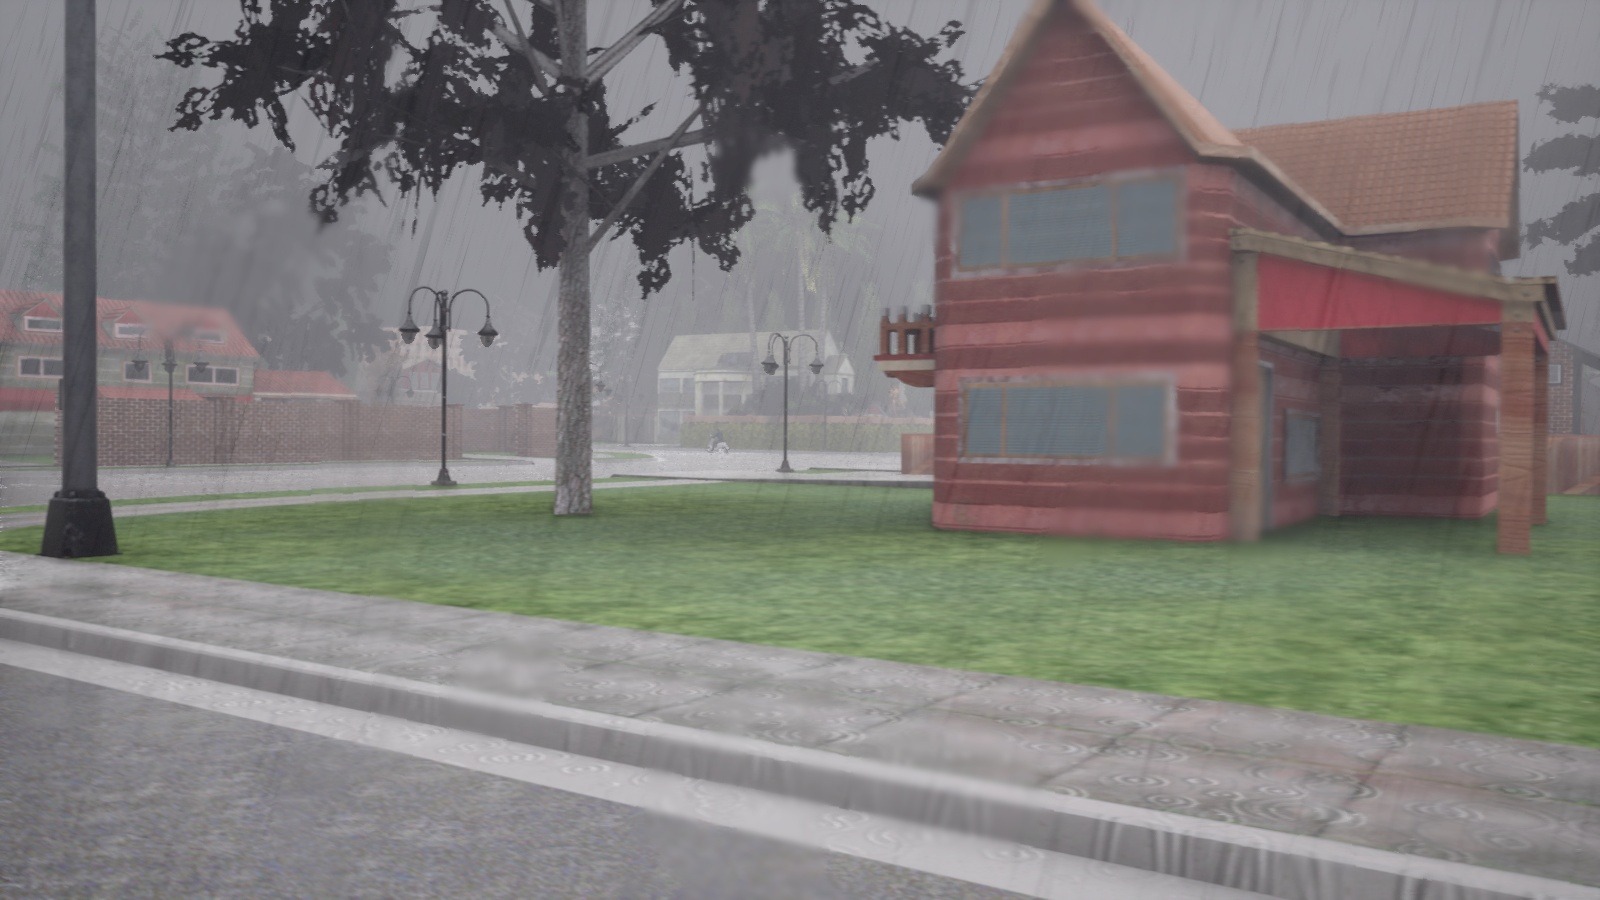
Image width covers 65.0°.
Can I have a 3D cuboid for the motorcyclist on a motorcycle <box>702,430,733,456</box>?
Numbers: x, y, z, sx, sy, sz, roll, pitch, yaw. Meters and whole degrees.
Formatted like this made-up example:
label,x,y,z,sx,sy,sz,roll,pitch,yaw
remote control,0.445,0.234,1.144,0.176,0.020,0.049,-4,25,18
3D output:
label,x,y,z,sx,sy,sz,roll,pitch,yaw
motorcyclist on a motorcycle,-5.099,-0.456,77.636,1.817,1.590,0.866,1,2,39
